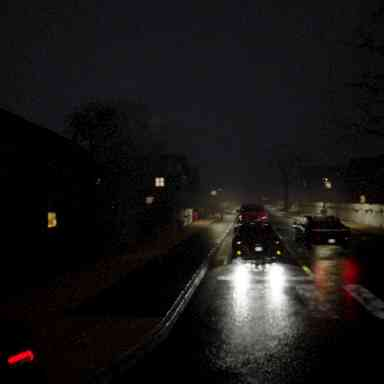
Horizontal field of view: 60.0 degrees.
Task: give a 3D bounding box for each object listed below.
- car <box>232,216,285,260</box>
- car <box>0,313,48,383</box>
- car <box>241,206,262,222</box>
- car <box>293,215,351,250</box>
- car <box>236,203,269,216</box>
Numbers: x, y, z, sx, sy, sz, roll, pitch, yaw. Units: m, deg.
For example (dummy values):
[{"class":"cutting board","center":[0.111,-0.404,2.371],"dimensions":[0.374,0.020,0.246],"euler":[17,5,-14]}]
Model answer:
[{"class":"car","center":[2.741,1.935,14.052],"dimensions":[1.994,1.385,4.181],"euler":[-2,-2,9]},{"class":"car","center":[-3.931,1.886,4.404],"dimensions":[5.357,1.411,2.033],"euler":[-7,-6,40]},{"class":"car","center":[6.667,2.434,37.447],"dimensions":[2.128,1.511,4.902],"euler":[-2,-2,10]},{"class":"car","center":[6.057,1.834,15.980],"dimensions":[2.128,1.511,4.902],"euler":[-2,-2,8]},{"class":"car","center":[4.718,1.885,25.929],"dimensions":[2.150,2.045,5.566],"euler":[-2,-2,9]}]
